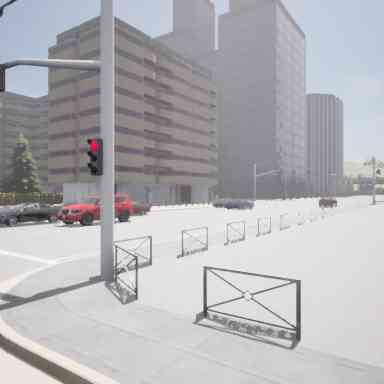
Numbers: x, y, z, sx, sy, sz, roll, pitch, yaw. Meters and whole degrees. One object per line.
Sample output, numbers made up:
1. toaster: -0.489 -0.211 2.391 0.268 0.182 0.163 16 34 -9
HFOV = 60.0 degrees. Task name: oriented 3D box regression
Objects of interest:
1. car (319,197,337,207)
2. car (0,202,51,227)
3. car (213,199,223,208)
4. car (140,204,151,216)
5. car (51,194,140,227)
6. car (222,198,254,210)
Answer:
1. car: 20.783 1.478 50.716 1.882 1.535 5.008 0 0 35
2. car: -11.302 1.492 22.987 2.128 1.511 4.902 0 0 35
3. car: 5.009 1.547 46.593 2.033 1.411 5.357 0 0 35
4. car: -6.028 1.601 30.640 1.895 1.301 4.718 0 0 35
5. car: -6.644 1.216 23.580 2.150 2.045 5.566 0 1 35
6. car: 6.104 1.601 42.045 1.895 1.301 4.718 0 0 35
